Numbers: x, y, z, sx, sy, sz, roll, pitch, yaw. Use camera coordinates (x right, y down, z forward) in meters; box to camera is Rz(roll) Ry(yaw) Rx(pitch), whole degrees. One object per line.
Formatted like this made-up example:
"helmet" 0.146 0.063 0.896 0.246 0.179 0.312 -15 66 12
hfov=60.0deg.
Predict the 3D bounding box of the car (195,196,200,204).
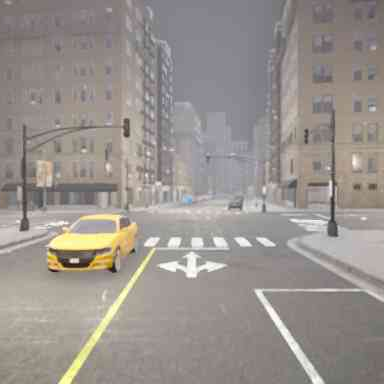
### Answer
"car" -0.159 1.477 61.665 1.967 1.590 4.097 0 0 9

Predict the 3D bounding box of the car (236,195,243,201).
"car" 13.347 1.632 92.938 1.887 1.381 4.507 -1 0 9

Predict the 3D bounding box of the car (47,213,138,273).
"car" -3.007 1.498 11.001 1.882 1.535 5.008 0 0 0

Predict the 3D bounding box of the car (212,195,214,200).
"car" 4.050 1.591 88.653 1.752 1.417 4.829 0 0 9

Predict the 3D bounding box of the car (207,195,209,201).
"car" 2.383 1.631 77.958 1.802 1.307 4.206 0 0 9

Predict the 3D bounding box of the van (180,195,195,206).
"van" -1.007 1.377 56.234 1.690 1.788 3.998 0 0 9

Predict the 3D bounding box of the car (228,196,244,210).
"car" 5.724 1.613 44.058 1.947 1.339 4.313 0 0 9

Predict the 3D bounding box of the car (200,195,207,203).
"car" 1.509 1.568 72.359 1.752 1.417 4.829 0 0 9

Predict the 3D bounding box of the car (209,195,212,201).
"car" 3.228 1.497 83.390 1.967 1.590 4.097 0 0 9

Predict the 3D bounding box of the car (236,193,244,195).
"car" 10.804 1.374 76.645 2.192 1.841 5.009 0 0 9
